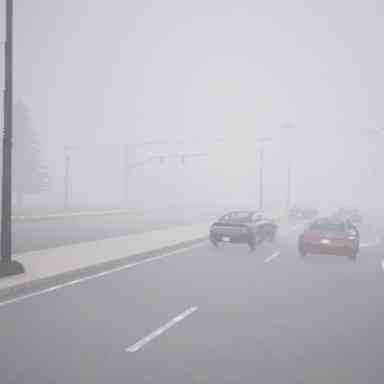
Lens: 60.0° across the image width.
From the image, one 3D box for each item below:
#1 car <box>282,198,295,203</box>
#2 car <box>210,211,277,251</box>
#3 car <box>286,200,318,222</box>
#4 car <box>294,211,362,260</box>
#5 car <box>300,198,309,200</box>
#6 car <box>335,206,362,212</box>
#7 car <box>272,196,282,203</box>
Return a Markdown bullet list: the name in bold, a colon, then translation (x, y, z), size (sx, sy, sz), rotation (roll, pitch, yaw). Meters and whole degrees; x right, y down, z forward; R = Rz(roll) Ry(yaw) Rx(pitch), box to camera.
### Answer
- **car**: translation (25.900, 2.252, 87.359), size (2.128, 1.511, 4.902), rotation (0, 0, 28)
- **car**: translation (2.443, 1.597, 14.831), size (2.128, 1.511, 4.902), rotation (0, 0, 28)
- **car**: translation (9.705, 1.727, 28.831), size (1.882, 1.535, 5.008), rotation (0, 0, 27)
- **car**: translation (5.535, 1.688, 13.188), size (1.994, 1.385, 4.181), rotation (0, 0, 28)
- **car**: translation (29.001, 2.247, 85.737), size (1.837, 1.490, 4.892), rotation (0, 0, 28)
- **car**: translation (12.472, 1.828, 26.562), size (1.994, 1.385, 4.181), rotation (0, 0, 27)
- **car**: translation (22.815, 2.062, 89.010), size (2.097, 1.767, 4.553), rotation (0, 0, 28)
